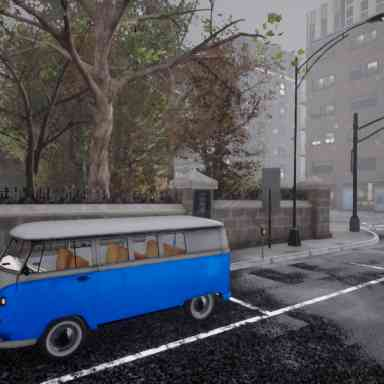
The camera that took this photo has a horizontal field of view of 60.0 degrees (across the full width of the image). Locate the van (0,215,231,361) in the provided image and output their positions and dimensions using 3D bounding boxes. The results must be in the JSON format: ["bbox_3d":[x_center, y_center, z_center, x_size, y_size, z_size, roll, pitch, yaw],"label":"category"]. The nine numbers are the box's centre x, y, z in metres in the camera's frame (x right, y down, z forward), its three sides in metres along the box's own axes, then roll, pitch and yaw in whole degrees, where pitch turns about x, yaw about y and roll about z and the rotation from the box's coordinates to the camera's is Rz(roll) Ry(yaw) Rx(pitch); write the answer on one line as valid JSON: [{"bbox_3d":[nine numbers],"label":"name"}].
[{"bbox_3d":[-1.188,1.342,5.642,3.998,1.788,1.690,0,1,-35],"label":"van"}]
